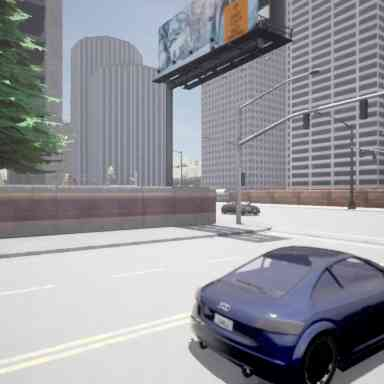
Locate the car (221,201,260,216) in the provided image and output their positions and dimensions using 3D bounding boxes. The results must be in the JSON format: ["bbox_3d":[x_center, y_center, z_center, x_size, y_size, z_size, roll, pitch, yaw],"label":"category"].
[{"bbox_3d":[4.730,1.566,32.797,1.994,1.385,4.181,0,0,-35],"label":"car"}]

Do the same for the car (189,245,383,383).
[{"bbox_3d":[2.028,1.564,5.237,4.181,1.385,1.994,0,0,-35],"label":"car"}]
